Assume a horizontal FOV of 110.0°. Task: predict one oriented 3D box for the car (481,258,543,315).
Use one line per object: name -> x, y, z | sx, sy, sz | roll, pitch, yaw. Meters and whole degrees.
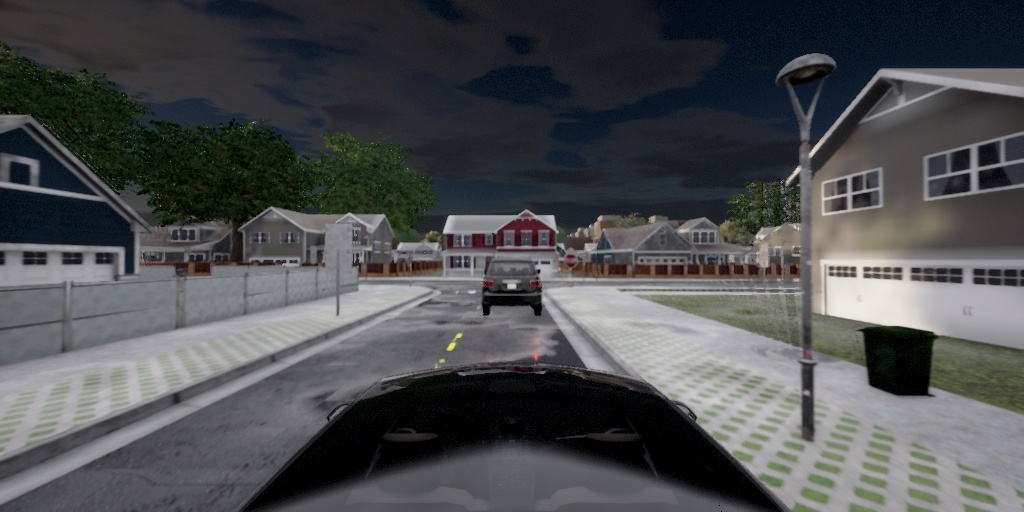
car -> 0.012, 1.098, 14.452 | 2.150, 2.045, 5.566 | 0, 0, 0
